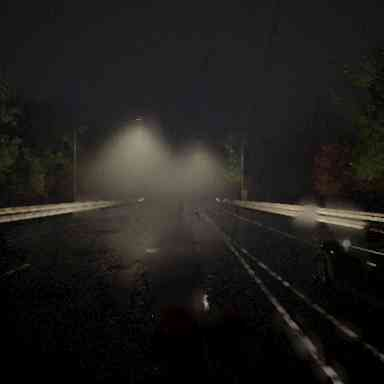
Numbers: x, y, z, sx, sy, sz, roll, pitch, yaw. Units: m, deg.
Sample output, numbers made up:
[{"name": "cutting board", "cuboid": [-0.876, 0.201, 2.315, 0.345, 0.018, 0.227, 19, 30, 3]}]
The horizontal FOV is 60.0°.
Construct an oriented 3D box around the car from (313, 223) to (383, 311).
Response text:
[{"name": "car", "cuboid": [4.263, 1.399, 6.736, 2.097, 1.767, 4.553, 0, 0, -4]}]
